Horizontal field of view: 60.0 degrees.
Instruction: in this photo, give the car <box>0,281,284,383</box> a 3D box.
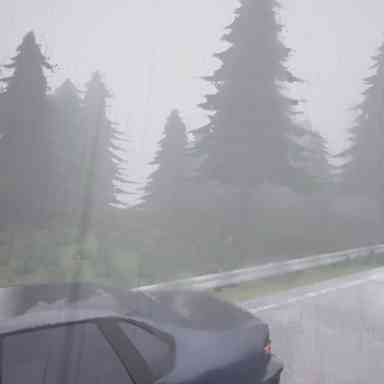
[{"bbox_3d":[-1.668,1.532,2.429,5.357,1.411,2.033,0,0,-35],"label":"car"}]
